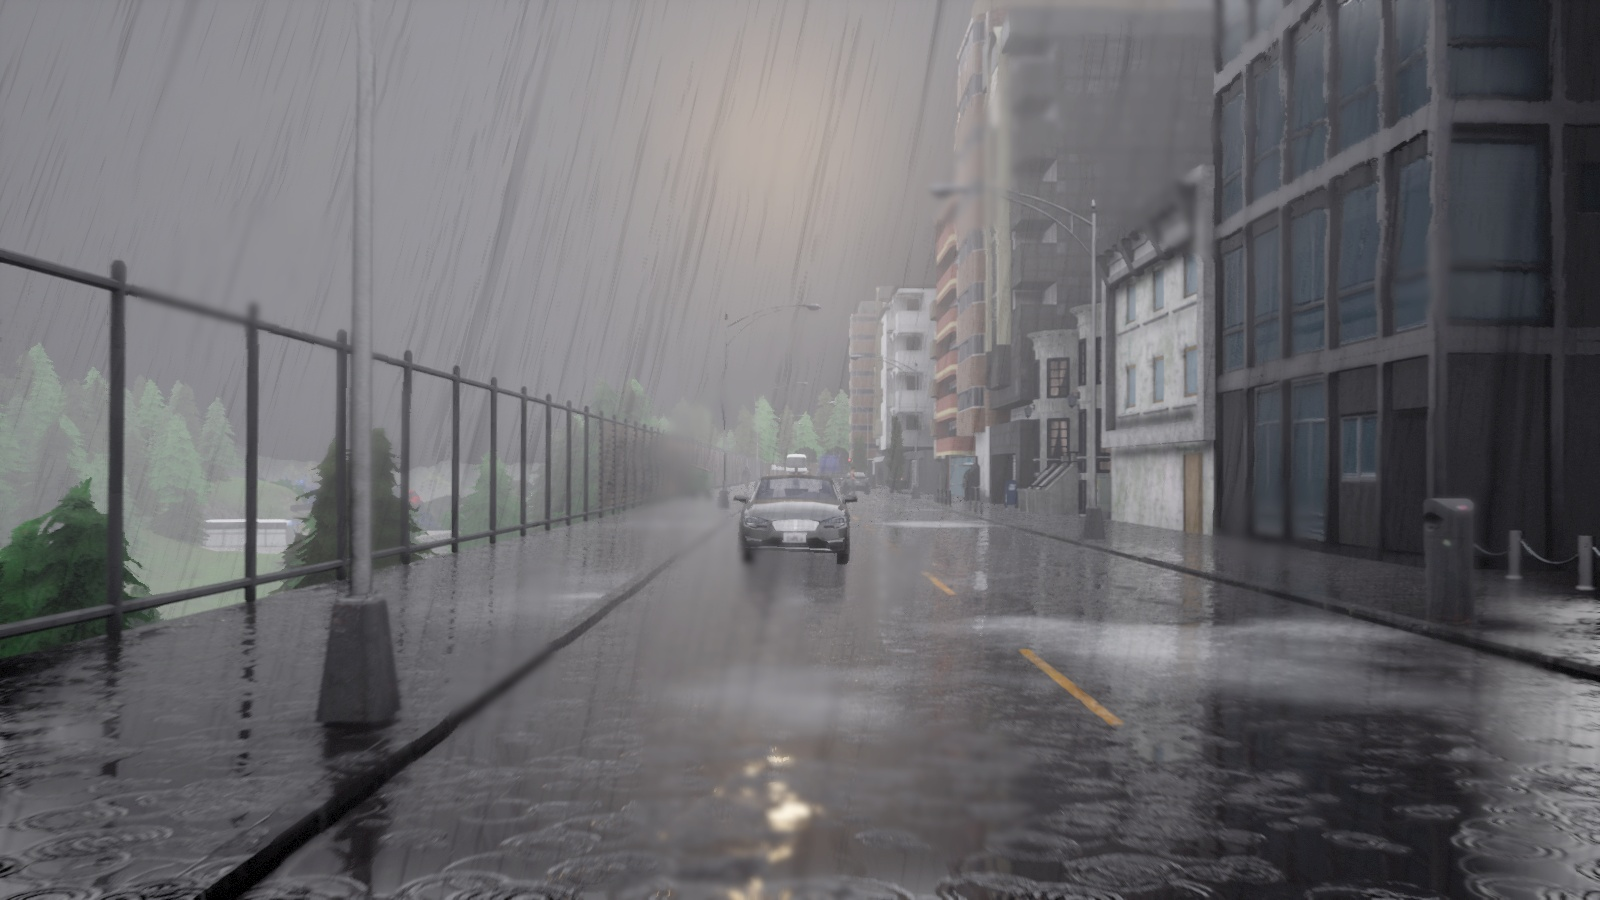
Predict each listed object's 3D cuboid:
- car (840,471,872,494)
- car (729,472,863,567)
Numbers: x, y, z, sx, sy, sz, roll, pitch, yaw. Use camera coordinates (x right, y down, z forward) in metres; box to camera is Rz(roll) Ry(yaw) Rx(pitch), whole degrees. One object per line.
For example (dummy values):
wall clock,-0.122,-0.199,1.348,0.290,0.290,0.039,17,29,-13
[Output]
car,3.762,2.170,85.042,2.007,1.525,4.514,0,-1,0
car,-0.063,1.147,22.460,2.128,1.511,4.902,0,-1,0
